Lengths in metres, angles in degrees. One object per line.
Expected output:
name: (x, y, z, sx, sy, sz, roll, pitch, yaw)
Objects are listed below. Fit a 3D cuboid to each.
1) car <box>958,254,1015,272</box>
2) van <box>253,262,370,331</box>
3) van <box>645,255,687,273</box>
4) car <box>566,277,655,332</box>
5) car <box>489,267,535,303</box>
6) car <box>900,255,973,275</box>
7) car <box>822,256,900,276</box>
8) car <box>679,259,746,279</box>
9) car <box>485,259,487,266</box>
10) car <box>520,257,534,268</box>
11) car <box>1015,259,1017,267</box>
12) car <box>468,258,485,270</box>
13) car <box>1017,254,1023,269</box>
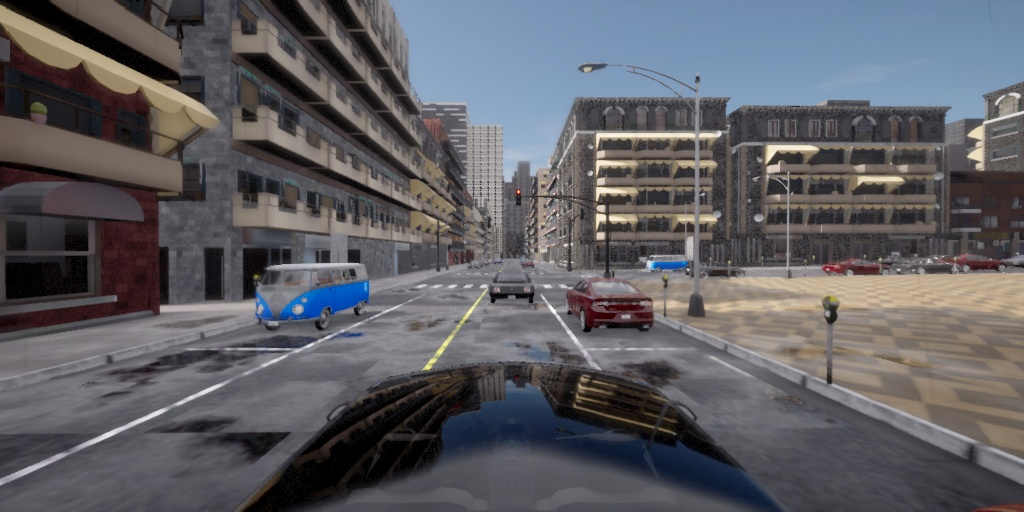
car: (39.362, 0.603, 30.894, 5.008, 1.535, 1.882, -1, 0, -1)
van: (-5.692, 1.087, 10.665, 1.690, 1.789, 3.998, 0, 0, 0)
van: (15.655, 0.783, 36.257, 3.998, 1.789, 1.690, 0, 0, -1)
car: (2.688, 1.292, 10.664, 1.888, 1.381, 4.507, 0, 0, 0)
car: (0.000, 1.364, 16.530, 1.895, 1.301, 4.718, 0, 0, 0)
car: (32.477, 0.798, 28.112, 4.403, 1.370, 2.007, 0, 0, -1)
car: (26.908, 0.880, 28.034, 4.507, 1.381, 1.888, 0, 0, -1)
car: (15.773, 1.076, 27.877, 4.313, 1.339, 1.948, 0, 0, -1)
car: (-5.692, 1.328, 59.667, 1.948, 1.339, 4.313, 0, 0, 0)
car: (2.689, 1.202, 59.663, 1.967, 1.591, 4.097, 0, 0, 0)
car: (49.320, 0.540, 34.035, 5.357, 1.411, 2.033, -1, 0, -1)
car: (-5.691, 1.309, 54.140, 2.007, 1.370, 4.403, 0, 0, 0)
car: (43.614, 0.624, 28.269, 4.403, 1.370, 2.007, 0, 0, -1)
